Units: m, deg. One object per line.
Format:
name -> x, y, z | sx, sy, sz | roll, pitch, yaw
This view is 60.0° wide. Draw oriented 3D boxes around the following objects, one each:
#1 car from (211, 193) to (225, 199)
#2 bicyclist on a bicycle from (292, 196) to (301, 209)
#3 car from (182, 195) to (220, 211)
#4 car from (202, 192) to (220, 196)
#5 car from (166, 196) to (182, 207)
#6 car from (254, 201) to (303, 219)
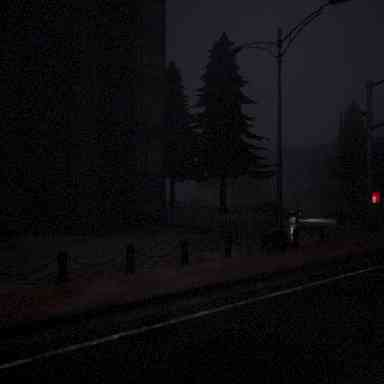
car -> 7.287, 1.092, 94.517 | 1.905, 1.878, 3.866 | 0, 0, -37
bicyclist on a bicycle -> 11.496, 1.316, 36.649 | 1.656, 1.620, 0.582 | 0, 0, -37
car -> 1.354, 1.493, 37.674 | 1.882, 1.535, 5.008 | 0, 0, -37
car -> 5.199, 1.112, 92.455 | 1.932, 1.855, 4.605 | 0, 0, -37
car -> -2.651, 1.616, 49.096 | 1.895, 1.301, 4.718 | 0, 0, -36
car -> 7.558, 1.541, 29.486 | 1.812, 1.442, 4.674 | 0, 0, -38
